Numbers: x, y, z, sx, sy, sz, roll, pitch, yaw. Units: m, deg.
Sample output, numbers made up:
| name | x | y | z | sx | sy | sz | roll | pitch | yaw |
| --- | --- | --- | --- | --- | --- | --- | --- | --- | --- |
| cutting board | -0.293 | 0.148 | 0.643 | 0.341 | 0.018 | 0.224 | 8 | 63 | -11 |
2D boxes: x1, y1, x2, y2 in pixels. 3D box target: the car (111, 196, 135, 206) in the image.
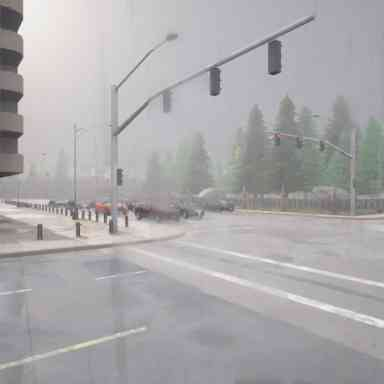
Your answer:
| name | x | y | z | sx | sy | sz | roll | pitch | yaw |
| --- | --- | --- | --- | --- | --- | --- | --- | --- | --- |
| car | -11.911 | 1.547 | 56.874 | 2.128 | 1.511 | 4.902 | 0 | 0 | -36 |

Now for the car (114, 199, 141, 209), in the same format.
| name | x | y | z | sx | sy | sz | roll | pitch | yaw |
| --- | --- | --- | --- | --- | --- | --- | --- | --- | --- |
| car | -9.236 | 1.656 | 47.370 | 1.895 | 1.301 | 4.718 | 0 | 0 | -36 |

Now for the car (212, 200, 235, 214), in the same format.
| name | x | y | z | sx | sy | sz | roll | pitch | yaw |
| --- | --- | --- | --- | --- | --- | --- | --- | --- | --- |
| car | 2.757 | 1.581 | 37.060 | 1.812 | 1.442 | 4.674 | 0 | 0 | -36 |

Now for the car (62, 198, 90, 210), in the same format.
| name | x | y | z | sx | sy | sz | roll | pitch | yaw |
| --- | --- | --- | --- | --- | --- | --- | --- | --- | --- |
| car | -14.438 | 1.547 | 42.309 | 2.128 | 1.511 | 4.902 | 0 | 0 | -36 |

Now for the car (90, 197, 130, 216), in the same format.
| name | x | y | z | sx | sy | sz | roll | pitch | yaw |
| --- | --- | --- | --- | --- | --- | --- | --- | --- | --- |
| car | -8.287 | 1.407 | 33.974 | 2.097 | 1.767 | 4.553 | 0 | 0 | -36 |

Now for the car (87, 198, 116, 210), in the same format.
| name | x | y | z | sx | sy | sz | roll | pitch | yaw |
| --- | --- | --- | --- | --- | --- | --- | --- | --- | --- |
| car | -12.522 | 1.603 | 45.606 | 2.033 | 1.411 | 5.357 | 0 | 0 | -36 |

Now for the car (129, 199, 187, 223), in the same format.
| name | x | y | z | sx | sy | sz | roll | pitch | yaw |
| --- | --- | --- | --- | --- | --- | --- | --- | --- | --- |
| car | -2.817 | 1.533 | 26.581 | 1.882 | 1.535 | 5.008 | 0 | 0 | -36 |

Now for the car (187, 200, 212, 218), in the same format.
| name | x | y | z | sx | sy | sz | roll | pitch | yaw |
| --- | --- | --- | --- | --- | --- | --- | --- | --- | --- |
| car | -0.834 | 1.547 | 29.787 | 2.128 | 1.511 | 4.902 | 0 | 0 | -36 |

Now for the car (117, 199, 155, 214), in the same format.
| name | x | y | z | sx | sy | sz | roll | pitch | yaw |
| --- | --- | --- | --- | --- | --- | --- | --- | --- | --- |
| car | -6.353 | 1.547 | 37.252 | 2.128 | 1.511 | 4.902 | 0 | 0 | -36 |

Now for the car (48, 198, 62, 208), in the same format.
| name | x | y | z | sx | sy | sz | roll | pitch | yaw |
| --- | --- | --- | --- | --- | --- | --- | --- | --- | --- |
| car | -20.231 | 1.602 | 50.211 | 2.033 | 1.411 | 5.357 | 0 | 0 | -36 |
